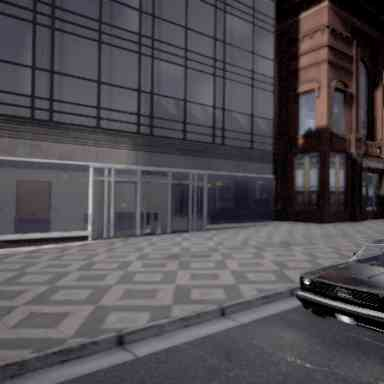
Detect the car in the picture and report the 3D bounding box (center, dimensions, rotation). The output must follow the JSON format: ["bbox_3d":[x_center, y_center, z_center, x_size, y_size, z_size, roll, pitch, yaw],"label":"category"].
[{"bbox_3d":[4.113,1.618,6.341,4.718,1.301,1.895,0,0,-36],"label":"car"}]
